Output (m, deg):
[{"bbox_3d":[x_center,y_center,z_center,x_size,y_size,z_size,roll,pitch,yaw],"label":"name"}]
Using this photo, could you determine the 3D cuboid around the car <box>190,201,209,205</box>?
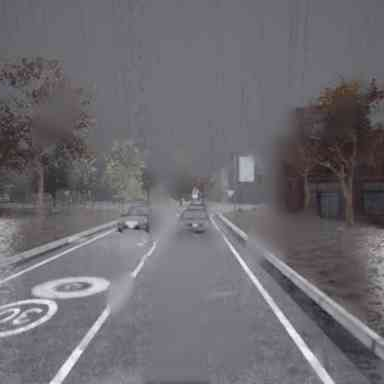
[{"bbox_3d":[0.714,1.680,35.292,2.128,1.511,4.902,0,0,6],"label":"car"}]

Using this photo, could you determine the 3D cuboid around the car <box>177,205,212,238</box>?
[{"bbox_3d":[0.147,1.647,18.475,2.033,1.411,5.357,0,0,0],"label":"car"}]

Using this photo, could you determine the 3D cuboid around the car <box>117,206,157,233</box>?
[{"bbox_3d":[-3.246,1.602,20.403,2.128,1.511,4.902,0,0,1],"label":"car"}]
